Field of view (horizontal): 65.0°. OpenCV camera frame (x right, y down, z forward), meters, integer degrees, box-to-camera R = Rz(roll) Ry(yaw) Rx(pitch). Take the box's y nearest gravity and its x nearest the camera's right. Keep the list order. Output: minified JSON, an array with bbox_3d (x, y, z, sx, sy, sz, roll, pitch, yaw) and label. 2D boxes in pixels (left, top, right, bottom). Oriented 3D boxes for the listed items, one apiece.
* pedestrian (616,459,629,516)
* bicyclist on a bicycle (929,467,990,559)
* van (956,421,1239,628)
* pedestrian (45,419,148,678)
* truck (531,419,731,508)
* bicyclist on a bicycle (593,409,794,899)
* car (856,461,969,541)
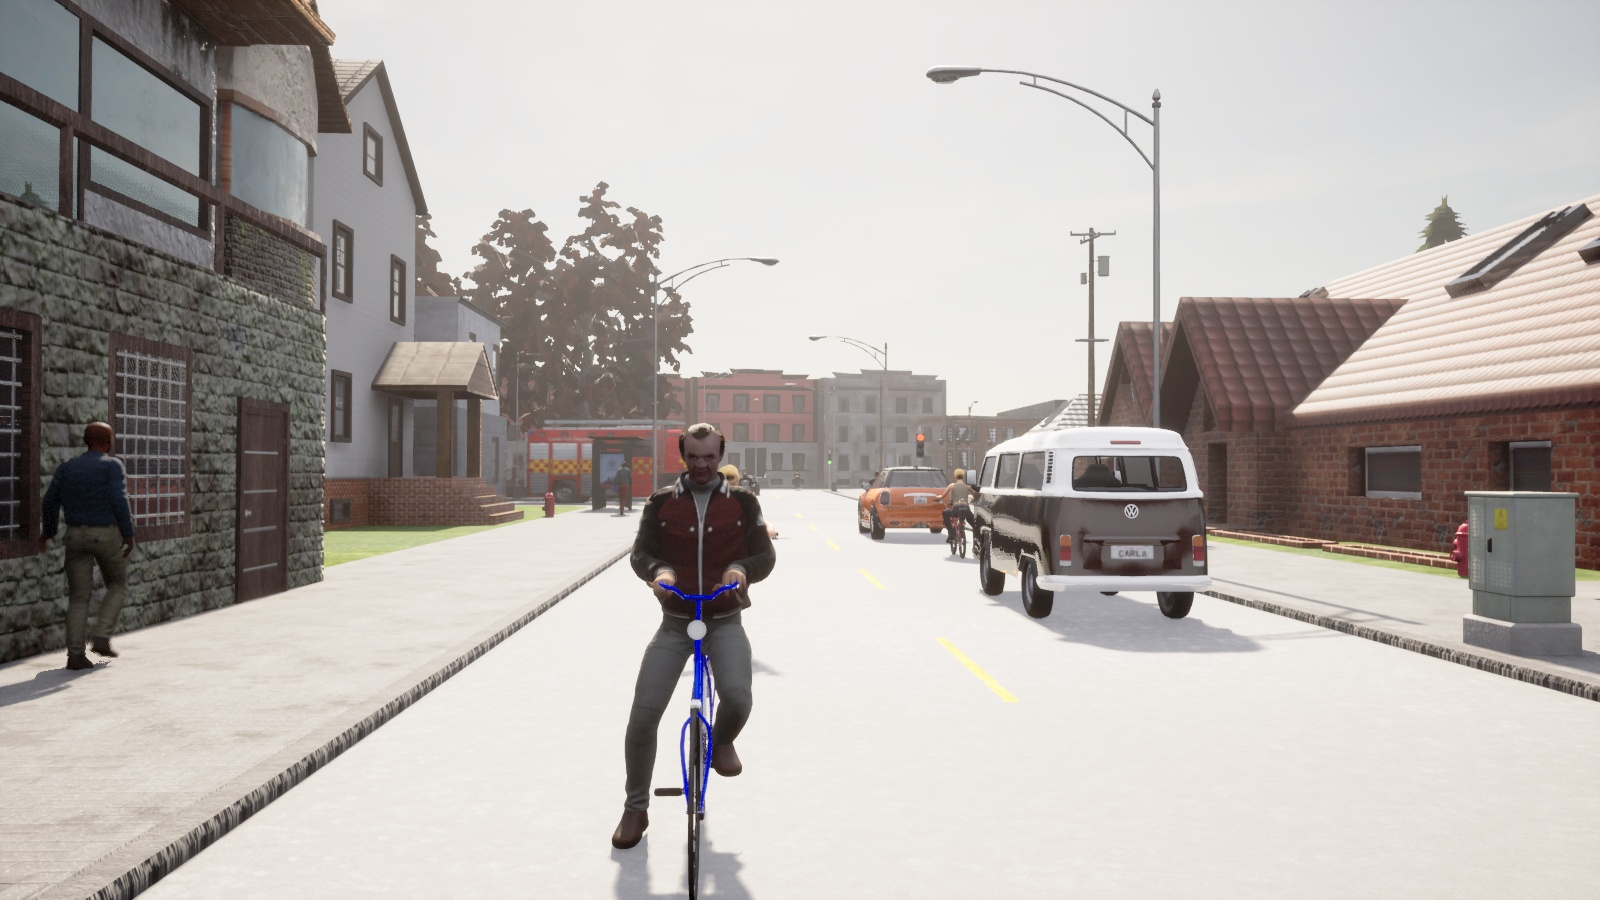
[{"bbox_3d":[-5.793,1.235,41.061,0.353,1.847,0.614,0,-1,-2],"label":"pedestrian"},{"bbox_3d":[2.899,1.124,22.953,0.866,1.612,1.509,0,-1,-2],"label":"bicyclist on a bicycle"},{"bbox_3d":[3.239,0.772,14.712,2.069,2.038,4.480,0,-1,-2],"label":"van"},{"bbox_3d":[-5.182,0.700,9.275,0.370,1.835,0.726,0,-1,-3],"label":"pedestrian"},{"bbox_3d":[-7.501,0.625,56.437,8.468,3.827,2.891,0,-1,4],"label":"truck"},{"bbox_3d":[-0.398,0.772,5.058,0.659,1.776,1.843,0,-1,-3],"label":"bicyclist on a bicycle"},{"bbox_3d":[2.603,1.169,30.248,2.097,1.767,4.553,0,-1,-3],"label":"car"}]
